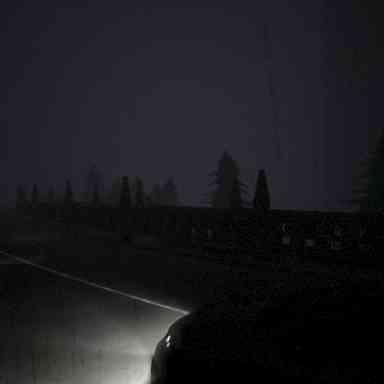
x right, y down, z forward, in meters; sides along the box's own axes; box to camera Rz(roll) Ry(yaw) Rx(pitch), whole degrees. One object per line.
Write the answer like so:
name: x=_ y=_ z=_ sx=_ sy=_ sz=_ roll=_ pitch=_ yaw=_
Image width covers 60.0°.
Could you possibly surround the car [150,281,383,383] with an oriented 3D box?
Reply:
car: x=1.622 y=1.571 z=2.999 sx=4.181 sy=1.385 sz=1.994 roll=0 pitch=0 yaw=36
